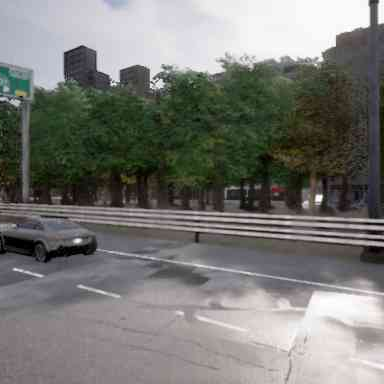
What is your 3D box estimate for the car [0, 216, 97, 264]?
[{"bbox_3d":[-5.353,1.567,11.990,4.181,1.385,1.994,0,0,36],"label":"car"}]
